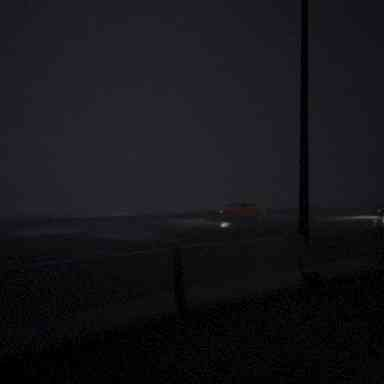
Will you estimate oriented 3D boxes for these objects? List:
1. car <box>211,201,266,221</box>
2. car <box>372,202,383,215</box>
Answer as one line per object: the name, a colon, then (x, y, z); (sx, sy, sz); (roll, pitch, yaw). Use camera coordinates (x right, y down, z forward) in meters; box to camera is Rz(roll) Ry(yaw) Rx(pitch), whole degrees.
car: (3.845, 1.496, 27.357); (5.008, 1.535, 1.882); (0, 0, -33)
car: (20.344, 1.578, 33.845); (4.902, 1.511, 2.128); (0, 0, -33)
